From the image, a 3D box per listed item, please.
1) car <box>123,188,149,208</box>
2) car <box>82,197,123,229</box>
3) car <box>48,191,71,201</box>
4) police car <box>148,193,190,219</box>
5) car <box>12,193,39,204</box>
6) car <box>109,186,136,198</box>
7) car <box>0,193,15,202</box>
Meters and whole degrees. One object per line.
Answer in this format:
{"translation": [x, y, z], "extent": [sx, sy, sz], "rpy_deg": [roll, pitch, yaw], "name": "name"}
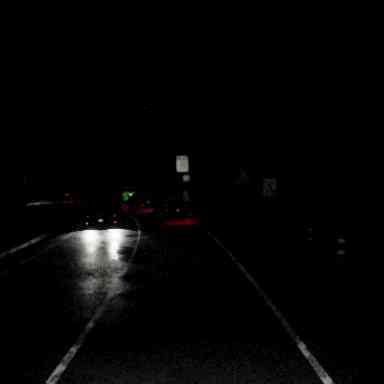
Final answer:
{"translation": [-5.142, 0.707, 33.636], "extent": [1.882, 1.535, 5.008], "rpy_deg": [-3, 2, -25], "name": "car"}
{"translation": [-5.160, 1.249, 19.243], "extent": [1.994, 1.385, 4.181], "rpy_deg": [-1, 1, -12], "name": "car"}
{"translation": [-21.782, 0.684, 54.488], "extent": [4.902, 1.511, 2.128], "rpy_deg": [-1, 4, 37], "name": "car"}
{"translation": [-1.594, 0.896, 23.930], "extent": [1.930, 1.638, 5.238], "rpy_deg": [-2, 2, -15], "name": "police car"}
{"translation": [-26.920, 1.169, 54.368], "extent": [4.718, 1.301, 1.895], "rpy_deg": [-2, 4, 39], "name": "car"}
{"translation": [-8.053, 0.347, 39.216], "extent": [2.150, 2.045, 5.566], "rpy_deg": [-4, 3, -30], "name": "car"}
{"translation": [-34.448, 1.018, 63.292], "extent": [4.892, 1.490, 1.837], "rpy_deg": [-3, 5, 27], "name": "car"}
